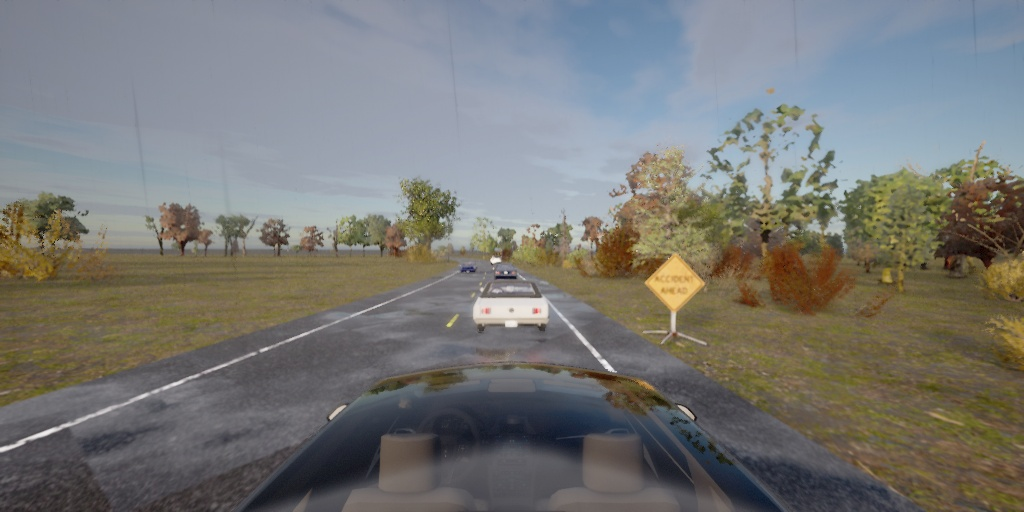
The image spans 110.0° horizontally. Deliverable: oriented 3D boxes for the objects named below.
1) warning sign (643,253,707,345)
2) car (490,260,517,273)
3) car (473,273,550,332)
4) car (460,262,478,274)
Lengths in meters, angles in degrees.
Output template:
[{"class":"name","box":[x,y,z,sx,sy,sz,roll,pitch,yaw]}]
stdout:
[{"class":"warning sign","box":[3.516,0.870,7.838,1.300,1.860,1.060,0,0,-1]},{"class":"car","box":[-0.579,1.308,29.424,2.033,1.411,5.357,0,0,-2]},{"class":"car","box":[-0.029,1.359,10.888,1.895,1.301,4.718,0,0,-1]},{"class":"car","box":[-4.870,1.352,40.609,1.895,1.301,4.718,0,0,-4]}]
